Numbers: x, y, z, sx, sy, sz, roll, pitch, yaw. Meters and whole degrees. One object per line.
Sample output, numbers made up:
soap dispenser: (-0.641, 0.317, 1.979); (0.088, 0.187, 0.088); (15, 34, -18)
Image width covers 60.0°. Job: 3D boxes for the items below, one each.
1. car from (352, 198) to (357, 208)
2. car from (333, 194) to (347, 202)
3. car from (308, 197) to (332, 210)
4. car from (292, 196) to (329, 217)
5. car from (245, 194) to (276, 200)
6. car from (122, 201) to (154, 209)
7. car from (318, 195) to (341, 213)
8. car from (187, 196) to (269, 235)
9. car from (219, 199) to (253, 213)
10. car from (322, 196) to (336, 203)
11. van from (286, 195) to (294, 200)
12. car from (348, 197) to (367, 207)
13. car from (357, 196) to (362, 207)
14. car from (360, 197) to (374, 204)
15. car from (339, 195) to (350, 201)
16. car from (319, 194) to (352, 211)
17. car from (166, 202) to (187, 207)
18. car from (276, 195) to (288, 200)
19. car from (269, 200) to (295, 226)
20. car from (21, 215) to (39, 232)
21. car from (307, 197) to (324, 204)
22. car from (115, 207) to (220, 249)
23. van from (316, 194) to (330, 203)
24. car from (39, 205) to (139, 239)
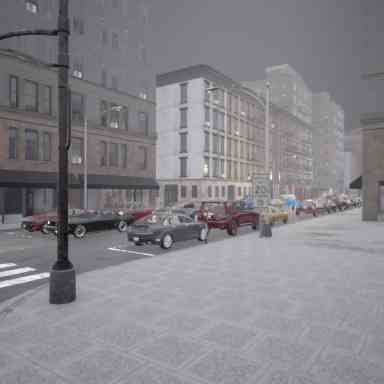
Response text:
car: (20.884, 1.620, 45.557); (1.802, 1.307, 4.206); (0, 0, 35)
car: (36.100, 1.327, 81.149); (2.192, 1.841, 5.009); (0, 0, 35)
car: (17.357, 1.529, 44.953); (1.837, 1.490, 4.892); (0, 0, 35)
car: (11.551, 1.472, 32.281); (1.967, 1.590, 4.097); (0, 0, 35)
car: (6.421, 1.226, 34.502); (2.150, 2.045, 5.566); (0, 0, 35)
car: (-4.347, 1.427, 23.622); (1.967, 1.590, 4.097); (0, 0, 35)
car: (14.662, 1.474, 36.706); (1.967, 1.590, 4.097); (0, 0, 35)
car: (2.218, 1.341, 19.006); (2.192, 1.841, 5.009); (0, 0, 35)
car: (4.986, 1.537, 36.897); (1.887, 1.381, 4.507); (0, 0, 35)
car: (29.876, 1.554, 72.299); (1.887, 1.381, 4.507); (0, 0, 35)
van: (14.321, 1.340, 50.172); (1.690, 1.788, 3.998); (0, 0, 35)
car: (27.107, 1.594, 54.407); (2.008, 1.369, 4.403); (0, 0, 35)
car: (23.996, 1.606, 49.982); (1.947, 1.339, 4.313); (0, 0, 35)
car: (33.330, 1.614, 63.258); (1.947, 1.339, 4.313); (0, 0, 35)
car: (39.210, 1.557, 85.574); (1.887, 1.381, 4.507); (0, 0, 35)
car: (17.774, 1.351, 41.131); (2.192, 1.841, 5.009); (0, 0, 35)
car: (0.447, 1.505, 26.033); (1.837, 1.490, 4.892); (0, 0, 35)
car: (11.111, 1.521, 45.608); (1.752, 1.417, 4.829); (0, 0, 35)
car: (5.426, 1.553, 23.571); (1.752, 1.417, 4.829); (0, 0, 35)
car: (-7.459, 1.530, 19.197); (1.887, 1.381, 4.507); (0, 0, 35)
car: (23.653, 1.572, 63.448); (1.947, 1.339, 4.313); (0, 0, 35)
car: (-0.894, 1.575, 14.581); (2.008, 1.369, 4.403); (0, 0, 35)
van: (26.765, 1.349, 67.873); (1.690, 1.788, 3.998); (0, 0, 35)
car: (-5.314, 1.598, 17.835); (1.895, 1.301, 4.718); (0, 0, 32)
